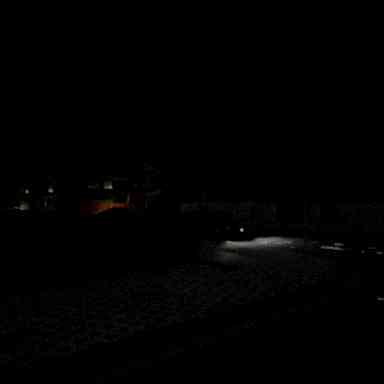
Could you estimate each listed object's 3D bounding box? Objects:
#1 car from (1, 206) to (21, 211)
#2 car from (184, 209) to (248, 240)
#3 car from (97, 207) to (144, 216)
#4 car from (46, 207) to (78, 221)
[{"bbox_3d":[-27.913,2.858,51.134,5.357,1.411,2.033,-2,0,44],"label":"car"},{"bbox_3d":[1.009,1.792,19.168,1.837,1.490,4.892,-1,-1,-41],"label":"car"},{"bbox_3d":[-5.737,2.008,26.596,1.882,1.535,5.008,-1,0,-45],"label":"car"},{"bbox_3d":[-13.199,2.294,33.878,4.892,1.490,1.837,-2,0,42],"label":"car"}]
